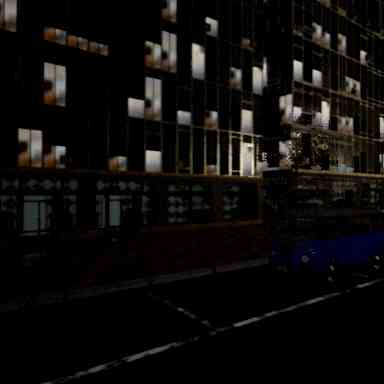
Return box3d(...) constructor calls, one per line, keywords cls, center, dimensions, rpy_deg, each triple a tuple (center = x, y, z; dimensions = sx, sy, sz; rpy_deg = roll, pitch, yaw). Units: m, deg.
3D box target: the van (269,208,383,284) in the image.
box3d(cls="van", center=(3.935, 1.367, 9.390), dimensions=(3.998, 1.788, 1.690), rpy_deg=(0, 0, -36))
